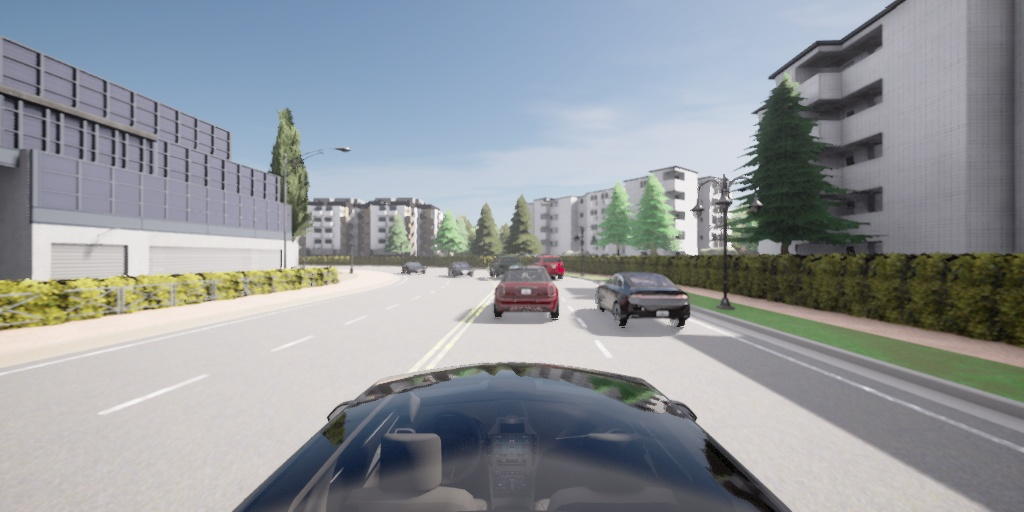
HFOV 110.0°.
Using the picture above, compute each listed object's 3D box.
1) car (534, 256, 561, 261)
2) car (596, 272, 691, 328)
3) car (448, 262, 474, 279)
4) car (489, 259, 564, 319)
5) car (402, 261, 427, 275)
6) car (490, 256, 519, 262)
[{"bbox_3d":[2.955,1.030,32.727,2.150,2.045,5.566,0,0,-12],"label":"car"},{"bbox_3d":[3.970,1.265,11.570,2.128,1.511,4.902,0,0,3],"label":"car"},{"bbox_3d":[-4.912,1.292,34.197,2.128,1.511,4.902,0,0,-18],"label":"car"},{"bbox_3d":[0.540,1.122,13.129,2.097,1.767,4.553,0,0,3],"label":"car"},{"bbox_3d":[-10.883,1.329,39.660,1.812,1.442,4.674,0,0,-29],"label":"car"},{"bbox_3d":[-0.682,1.026,32.990,2.150,2.045,5.566,0,0,-13],"label":"car"}]
